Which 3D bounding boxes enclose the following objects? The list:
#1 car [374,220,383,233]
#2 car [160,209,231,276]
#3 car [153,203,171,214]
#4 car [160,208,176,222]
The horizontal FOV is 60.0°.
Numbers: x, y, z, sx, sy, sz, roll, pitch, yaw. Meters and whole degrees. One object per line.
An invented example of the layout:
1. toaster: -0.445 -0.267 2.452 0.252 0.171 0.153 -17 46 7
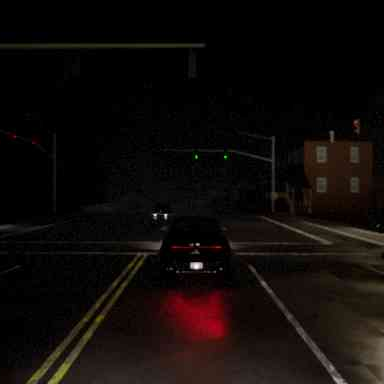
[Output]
1. car: 15.854 2.566 24.065 4.892 1.490 1.837 9 0 0
2. car: 0.067 1.506 10.327 1.837 1.490 4.892 0 0 -1
3. car: -3.597 2.056 40.902 2.033 1.411 5.357 0 -4 0
4. car: -3.595 3.616 51.004 2.033 1.411 5.357 0 -12 0
